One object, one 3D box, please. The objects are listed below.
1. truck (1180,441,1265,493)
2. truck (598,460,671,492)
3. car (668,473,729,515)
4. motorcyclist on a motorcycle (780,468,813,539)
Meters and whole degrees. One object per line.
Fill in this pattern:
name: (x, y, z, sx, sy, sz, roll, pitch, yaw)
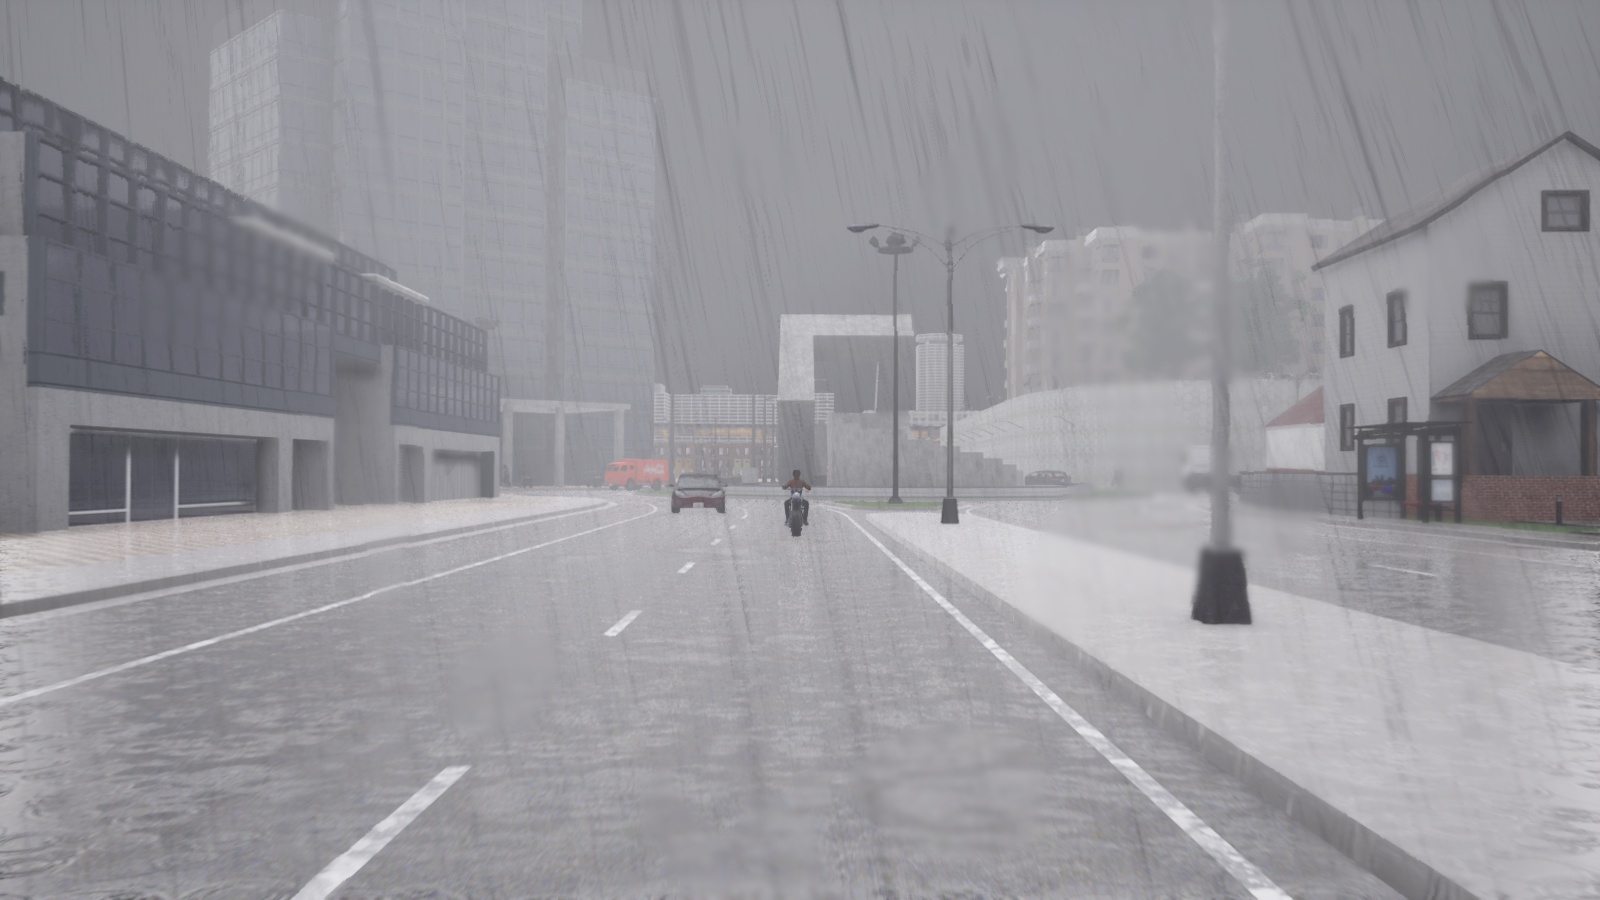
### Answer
truck: (29.300, 1.181, 87.528, 2.891, 3.462, 7.936, 0, -1, -3)
truck: (-12.856, 2.015, 97.717, 2.627, 2.467, 5.204, -1, -1, 38)
car: (-3.780, 1.618, 47.116, 2.163, 1.488, 4.792, 0, -1, -4)
motorcyclist on a motorcycle: (-0.074, 1.278, 30.613, 0.766, 1.649, 2.350, 0, -1, 0)
